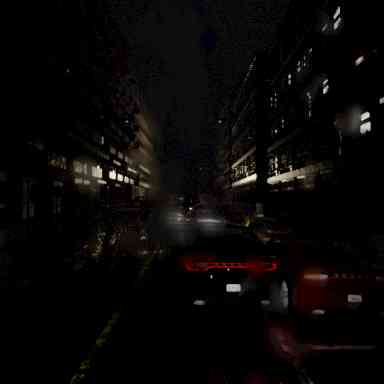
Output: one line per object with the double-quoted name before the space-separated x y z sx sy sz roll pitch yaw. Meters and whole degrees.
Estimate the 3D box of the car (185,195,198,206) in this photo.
"car" -0.079 1.466 58.843 2.097 1.767 4.553 0 0 0

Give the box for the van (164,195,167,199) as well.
"van" -5.362 1.432 51.780 1.690 1.788 3.998 1 0 0

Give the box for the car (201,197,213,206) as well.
"car" 2.506 1.653 57.258 1.887 1.381 4.507 1 0 0

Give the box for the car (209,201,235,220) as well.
"car" 2.544 1.582 29.605 1.887 1.381 4.507 1 0 0

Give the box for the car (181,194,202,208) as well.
"car" -0.053 1.292 44.950 2.150 2.045 5.566 0 0 0

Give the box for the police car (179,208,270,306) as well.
"police car" 0.698 1.431 8.255 1.930 1.638 5.238 0 0 0

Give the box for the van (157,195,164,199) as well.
"van" -5.353 1.415 46.248 1.690 1.788 3.998 2 0 0

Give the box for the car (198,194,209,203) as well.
"car" 2.455 1.485 73.853 2.192 1.841 5.009 1 0 0

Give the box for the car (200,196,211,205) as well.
"car" 2.509 1.568 62.791 1.967 1.590 4.097 1 0 0

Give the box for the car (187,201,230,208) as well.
"car" 0.800 1.495 18.150 1.882 1.535 5.008 0 0 0

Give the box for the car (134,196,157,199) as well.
"car" -5.338 1.363 35.189 2.192 1.841 5.009 2 0 0

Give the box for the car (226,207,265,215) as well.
"car" 2.567 1.536 13.185 1.752 1.417 4.829 1 0 0

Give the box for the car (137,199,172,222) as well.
"car" -2.884 1.535 26.319 1.837 1.490 4.892 0 0 0

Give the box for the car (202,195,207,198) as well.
"car" 2.514 1.635 51.728 1.887 1.381 4.507 1 0 0

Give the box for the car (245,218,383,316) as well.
"car" 2.574 1.550 7.483 1.887 1.381 4.507 1 0 0

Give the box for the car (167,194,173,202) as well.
"car" -5.376 1.444 62.841 2.192 1.841 5.009 1 0 0

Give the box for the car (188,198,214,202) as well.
"car" 0.792 1.482 24.344 1.801 1.575 5.366 0 0 0

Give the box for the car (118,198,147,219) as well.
"car" -5.336 1.562 29.487 1.752 1.417 4.829 2 0 0

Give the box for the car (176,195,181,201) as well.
"car" -2.872 1.593 89.474 2.097 1.767 4.553 0 0 0

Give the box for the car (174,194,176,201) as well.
"car" -5.405 1.760 79.432 1.947 1.339 4.313 1 0 0
